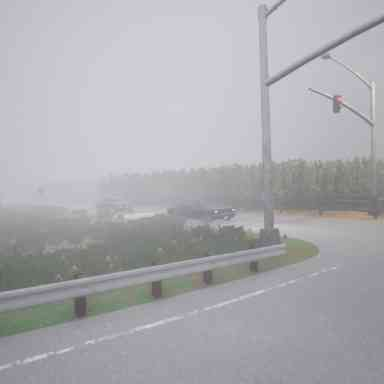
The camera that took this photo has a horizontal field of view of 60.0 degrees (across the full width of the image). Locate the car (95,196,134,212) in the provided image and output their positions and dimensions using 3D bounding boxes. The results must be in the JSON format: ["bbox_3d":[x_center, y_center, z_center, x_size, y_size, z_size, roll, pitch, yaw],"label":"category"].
[{"bbox_3d":[-6.972,1.129,29.666,1.837,1.490,4.892,-3,2,-40],"label":"car"}]

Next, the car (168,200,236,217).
[{"bbox_3d":[0.522,1.180,20.898,1.895,1.301,4.718,-3,2,-41],"label":"car"}]
